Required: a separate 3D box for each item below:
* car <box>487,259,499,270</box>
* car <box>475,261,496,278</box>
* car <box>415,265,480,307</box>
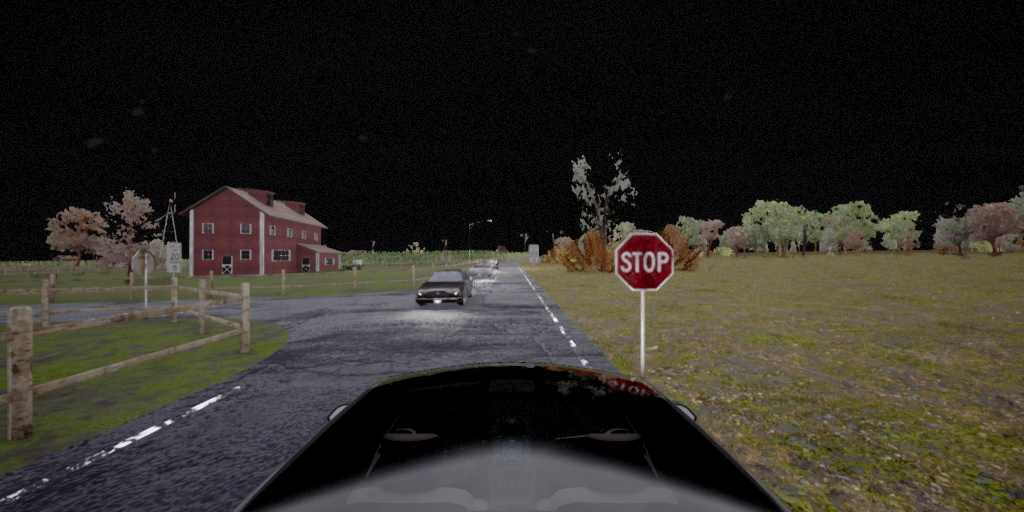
[{"bbox_3d":[-2.854,1.241,51.429,2.128,1.511,4.902,0,0,0],"label":"car"},{"bbox_3d":[-2.814,1.355,33.356,1.895,1.301,4.718,0,0,0],"label":"car"},{"bbox_3d":[-2.801,1.323,16.074,2.033,1.411,5.357,-1,0,0],"label":"car"}]
